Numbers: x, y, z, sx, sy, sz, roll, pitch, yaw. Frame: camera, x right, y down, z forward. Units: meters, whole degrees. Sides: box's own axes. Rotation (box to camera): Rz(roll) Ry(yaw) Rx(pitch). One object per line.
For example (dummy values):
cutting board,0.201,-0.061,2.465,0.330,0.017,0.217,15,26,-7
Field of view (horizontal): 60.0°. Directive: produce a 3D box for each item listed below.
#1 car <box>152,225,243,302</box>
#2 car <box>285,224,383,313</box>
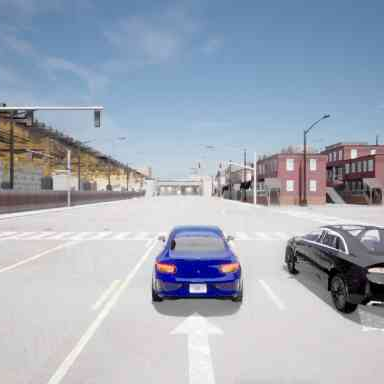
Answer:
car,0.106,1.526,8.142,1.812,1.442,4.674,0,0,0
car,3.609,1.492,7.650,2.128,1.511,4.902,0,0,-1
